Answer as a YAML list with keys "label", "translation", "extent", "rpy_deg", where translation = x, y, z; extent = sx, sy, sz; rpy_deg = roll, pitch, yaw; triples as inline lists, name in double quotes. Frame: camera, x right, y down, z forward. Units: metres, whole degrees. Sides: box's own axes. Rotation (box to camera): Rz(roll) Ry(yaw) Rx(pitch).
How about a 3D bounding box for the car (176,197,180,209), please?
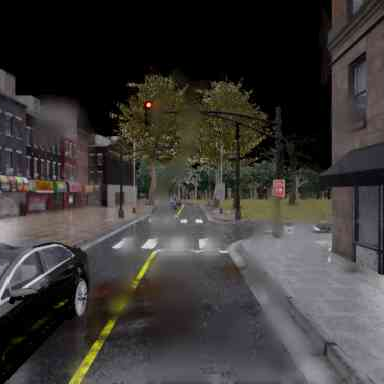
- label: "car"
  translation: [-2.921, 1.542, 43.366]
  extent: [1.882, 1.535, 5.008]
  rpy_deg: [0, 0, 0]

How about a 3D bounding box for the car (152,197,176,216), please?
- label: "car"
  translation: [-2.915, 1.515, 33.772]
  extent: [1.882, 1.535, 5.008]
  rpy_deg: [0, 0, -1]

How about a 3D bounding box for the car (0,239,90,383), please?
- label: "car"
  translation: [-2.859, 1.492, 4.524]
  extent: [2.128, 1.511, 4.902]
  rpy_deg: [0, 0, 0]
